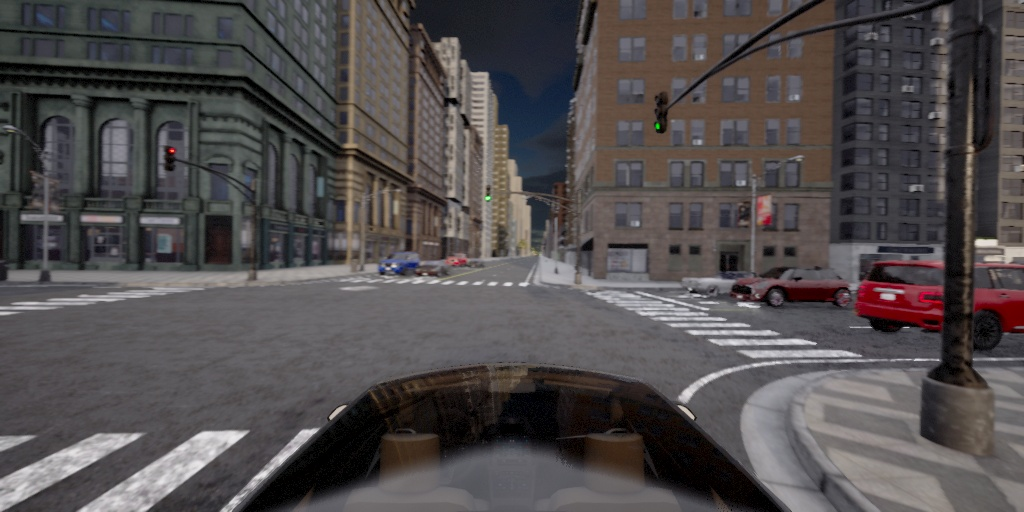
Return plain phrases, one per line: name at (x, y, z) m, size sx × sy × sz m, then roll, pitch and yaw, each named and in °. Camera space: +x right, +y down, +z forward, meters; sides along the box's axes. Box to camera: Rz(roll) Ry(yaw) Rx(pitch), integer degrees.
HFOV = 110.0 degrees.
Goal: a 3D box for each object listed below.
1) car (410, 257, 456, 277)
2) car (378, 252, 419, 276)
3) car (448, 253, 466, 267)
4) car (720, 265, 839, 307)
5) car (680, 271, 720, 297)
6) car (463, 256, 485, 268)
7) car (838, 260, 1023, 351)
car at (-6.782, 1.048, 31.488) m, size 2.033 × 1.411 × 5.357 m, roll 1°, pitch 0°, yaw 4°
car at (-9.972, 0.659, 32.226) m, size 2.150 × 2.045 × 5.566 m, roll 1°, pitch 1°, yaw 5°
car at (-8.218, 0.612, 53.785) m, size 2.150 × 2.045 × 5.566 m, roll 1°, pitch 0°, yaw 5°
car at (12.219, 1.244, 15.905) m, size 4.553 × 1.767 × 2.097 m, roll 1°, pitch 0°, yaw -5°
car at (11.615, 1.463, 19.128) m, size 4.718 × 1.301 × 1.895 m, roll 1°, pitch 0°, yaw -4°
car at (-5.124, 0.997, 52.025) m, size 2.033 × 1.411 × 5.357 m, roll 1°, pitch 0°, yaw 5°
car at (12.131, 1.163, 9.272) m, size 5.566 × 2.045 × 2.150 m, roll 1°, pitch 0°, yaw -5°
